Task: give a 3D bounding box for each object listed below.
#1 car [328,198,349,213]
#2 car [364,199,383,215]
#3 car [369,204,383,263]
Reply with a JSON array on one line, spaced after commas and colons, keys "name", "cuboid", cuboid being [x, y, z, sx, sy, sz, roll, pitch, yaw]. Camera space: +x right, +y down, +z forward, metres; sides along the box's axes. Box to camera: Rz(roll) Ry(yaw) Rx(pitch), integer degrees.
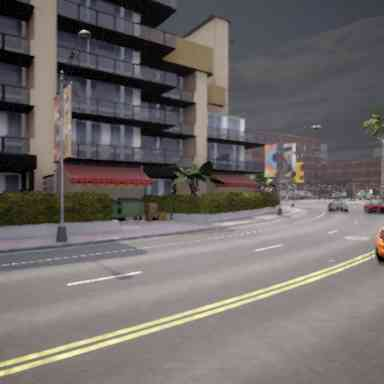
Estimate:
[{"name": "car", "cuboid": [16.579, 1.658, 37.774, 1.994, 1.385, 4.181, 0, 0, 20]}, {"name": "car", "cuboid": [19.305, 1.681, 34.983, 1.895, 1.301, 4.718, 0, 0, 22]}, {"name": "car", "cuboid": [7.914, 1.377, 11.184, 2.097, 1.767, 4.553, 0, 0, 45]}]
